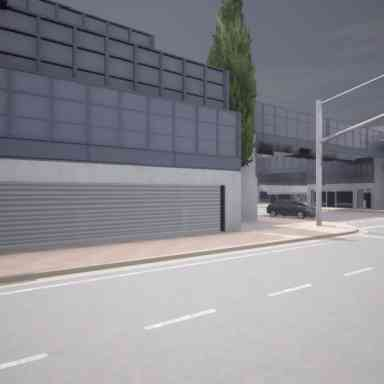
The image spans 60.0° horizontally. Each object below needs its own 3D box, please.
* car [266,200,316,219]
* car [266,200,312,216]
[{"bbox_3d":[8.724,1.504,28.928,1.837,1.490,4.892,0,0,-37],"label":"car"},{"bbox_3d":[9.691,1.564,33.481,1.994,1.385,4.181,0,0,-37],"label":"car"}]
